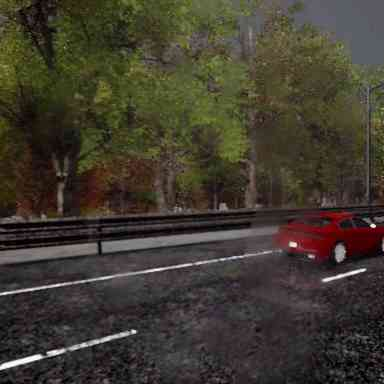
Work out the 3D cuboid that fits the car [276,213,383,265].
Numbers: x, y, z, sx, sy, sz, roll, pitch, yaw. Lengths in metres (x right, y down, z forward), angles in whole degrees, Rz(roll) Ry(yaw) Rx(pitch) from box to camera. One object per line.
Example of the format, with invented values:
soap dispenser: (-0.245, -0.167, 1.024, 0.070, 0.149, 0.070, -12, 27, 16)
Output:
car: (5.141, 1.482, 11.780, 5.008, 1.535, 1.882, 0, 0, -36)
